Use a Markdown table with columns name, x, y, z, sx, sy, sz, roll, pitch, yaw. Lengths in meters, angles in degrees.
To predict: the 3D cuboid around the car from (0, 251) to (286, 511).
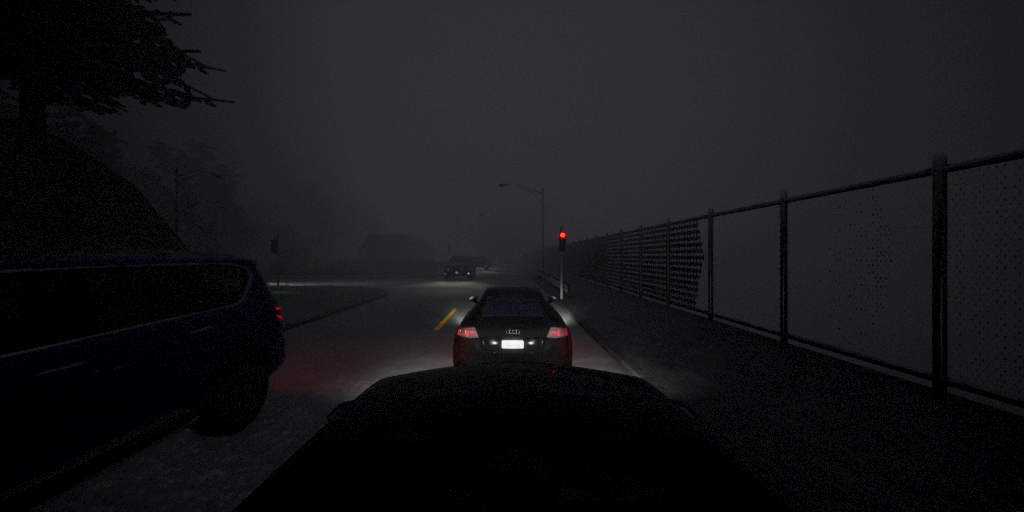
| name | x | y | z | sx | sy | sz | roll | pitch | yaw |
| --- | --- | --- | --- | --- | --- | --- | --- | --- | --- |
| car | -4.105 | 0.971 | 2.543 | 2.150 | 2.045 | 5.566 | 0 | 0 | 0 |

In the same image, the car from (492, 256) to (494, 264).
| name | x | y | z | sx | sy | sz | roll | pitch | yaw |
| --- | --- | --- | --- | --- | --- | --- | --- | --- | --- |
| car | -4.567 | 1.275 | 62.742 | 1.812 | 1.442 | 4.674 | 0 | 1 | 0 |

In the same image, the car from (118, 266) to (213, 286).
| name | x | y | z | sx | sy | sz | roll | pitch | yaw |
| --- | --- | --- | --- | --- | --- | --- | --- | --- | --- |
| car | -23.942 | 1.350 | 24.883 | 4.718 | 1.301 | 1.895 | 0 | 0 | 0 |

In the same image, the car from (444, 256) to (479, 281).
| name | x | y | z | sx | sy | sz | roll | pitch | yaw |
| --- | --- | --- | --- | --- | --- | --- | --- | --- | --- |
| car | -4.335 | 0.973 | 30.741 | 2.150 | 2.045 | 5.566 | 0 | 0 | 0 |

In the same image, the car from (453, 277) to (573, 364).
| name | x | y | z | sx | sy | sz | roll | pitch | yaw |
| --- | --- | --- | --- | --- | --- | --- | --- | --- | --- |
| car | 0.018 | 1.314 | 7.464 | 1.994 | 1.385 | 4.181 | 0 | 0 | 0 |

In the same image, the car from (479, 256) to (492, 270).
| name | x | y | z | sx | sy | sz | roll | pitch | yaw |
| --- | --- | --- | --- | --- | --- | --- | --- | --- | --- |
| car | -4.499 | 0.971 | 51.136 | 2.150 | 2.045 | 5.566 | 0 | 0 | -1 |
